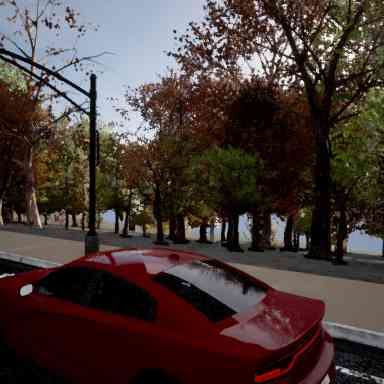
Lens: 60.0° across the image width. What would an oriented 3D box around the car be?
[{"bbox_3d":[-0.876,1.477,4.302,5.008,1.535,1.882,0,0,35],"label":"car"}]
